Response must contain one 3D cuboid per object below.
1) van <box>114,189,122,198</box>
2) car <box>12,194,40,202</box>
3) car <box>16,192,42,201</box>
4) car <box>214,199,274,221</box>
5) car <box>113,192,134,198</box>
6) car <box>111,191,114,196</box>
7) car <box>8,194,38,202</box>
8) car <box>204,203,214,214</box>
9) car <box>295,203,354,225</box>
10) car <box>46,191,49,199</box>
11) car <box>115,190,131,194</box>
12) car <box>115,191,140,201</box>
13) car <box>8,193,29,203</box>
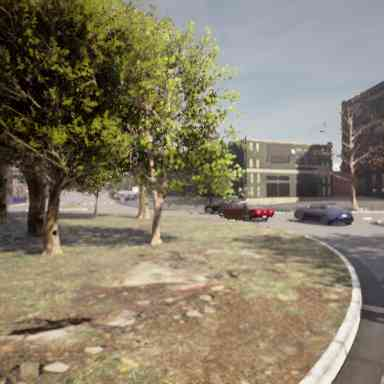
[{"bbox_3d":[-14.412,0.816,73.511,4.442,1.987,1.878,0,1,-16],"label":"van"},{"bbox_3d":[-33.452,1.180,67.190,4.674,1.452,2.002,0,1,-16],"label":"car"},{"bbox_3d":[-34.165,0.979,69.852,4.553,1.767,2.185,0,1,-16],"label":"car"},{"bbox_3d":[4.029,1.483,25.754,1.895,1.301,4.718,0,0,-31],"label":"car"},{"bbox_3d":[-18.551,0.780,89.543,5.366,1.575,1.946,0,1,-16],"label":"car"},{"bbox_3d":[-16.537,0.914,81.579,5.008,1.535,2.097,0,1,-16],"label":"car"},{"bbox_3d":[-32.720,1.176,64.533,5.008,1.535,2.097,0,1,-16],"label":"car"},{"bbox_3d":[3.325,1.362,31.228,4.902,1.511,2.128,0,0,43],"label":"car"},{"bbox_3d":[8.937,1.422,22.813,1.994,1.385,4.181,-1,1,-19],"label":"car"},{"bbox_3d":[-36.443,0.732,77.805,5.566,2.045,2.435,0,1,-16],"label":"car"},{"bbox_3d":[-13.491,0.950,70.750,4.553,1.767,2.185,0,1,-16],"label":"car"},{"bbox_3d":[-12.095,1.161,65.499,4.792,1.488,2.163,0,1,-16],"label":"car"},{"bbox_3d":[-31.944,1.081,61.880,4.553,1.767,2.185,0,1,-16],"label":"car"}]
